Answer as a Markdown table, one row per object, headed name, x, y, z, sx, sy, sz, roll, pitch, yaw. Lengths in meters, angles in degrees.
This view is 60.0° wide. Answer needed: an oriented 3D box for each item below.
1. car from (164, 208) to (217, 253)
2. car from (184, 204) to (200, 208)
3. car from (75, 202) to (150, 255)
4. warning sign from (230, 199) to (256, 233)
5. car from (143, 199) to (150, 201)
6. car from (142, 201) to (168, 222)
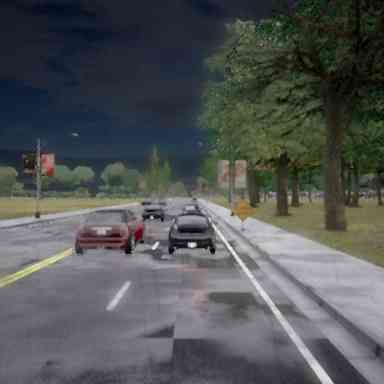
| name | x | y | z | sx | sy | sz | roll | pitch | yaw |
| --- | --- | --- | --- | --- | --- | --- | --- | --- | --- |
| car | 0.004 | 1.650 | 14.309 | 1.837 | 1.490 | 4.892 | 0 | 0 | 0 |
| car | 0.006 | 1.826 | 29.380 | 1.812 | 1.442 | 4.674 | 0 | 0 | 0 |
| car | -3.246 | 1.490 | 14.075 | 2.097 | 1.767 | 4.553 | 0 | -1 | 0 |
| warning sign | 2.848 | 1.302 | 18.610 | 1.300 | 1.860 | 1.060 | 0 | -1 | 0 |
| car | -9.747 | 2.291 | 71.020 | 2.033 | 1.411 | 5.357 | 0 | -1 | 0 |
| car | -3.245 | 1.806 | 29.296 | 1.837 | 1.490 | 4.892 | 0 | 0 | 0 |
